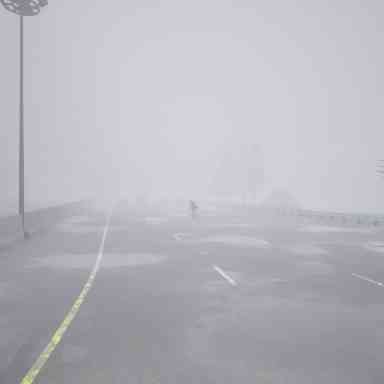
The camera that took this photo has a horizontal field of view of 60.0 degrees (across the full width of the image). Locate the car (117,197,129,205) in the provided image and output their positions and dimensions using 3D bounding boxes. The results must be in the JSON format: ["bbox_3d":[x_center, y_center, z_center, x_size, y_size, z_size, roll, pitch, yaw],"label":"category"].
[{"bbox_3d":[-12.282,1.547,58.893,2.033,1.411,5.357,0,0,-15],"label":"car"}]

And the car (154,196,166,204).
[{"bbox_3d":[-5.995,1.547,62.658,2.033,1.411,5.357,0,0,-12],"label":"car"}]

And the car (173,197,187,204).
[{"bbox_3d":[-2.248,1.547,61.987,2.033,1.411,5.357,0,0,-12],"label":"car"}]

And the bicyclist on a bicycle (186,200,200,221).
[{"bbox_3d":[0.071,1.455,26.288,0.582,1.620,1.656,0,-2,-41],"label":"bicyclist on a bicycle"}]

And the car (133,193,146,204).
[{"bbox_3d":[-10.326,1.221,65.863,2.150,2.045,5.566,0,0,-13],"label":"car"}]
